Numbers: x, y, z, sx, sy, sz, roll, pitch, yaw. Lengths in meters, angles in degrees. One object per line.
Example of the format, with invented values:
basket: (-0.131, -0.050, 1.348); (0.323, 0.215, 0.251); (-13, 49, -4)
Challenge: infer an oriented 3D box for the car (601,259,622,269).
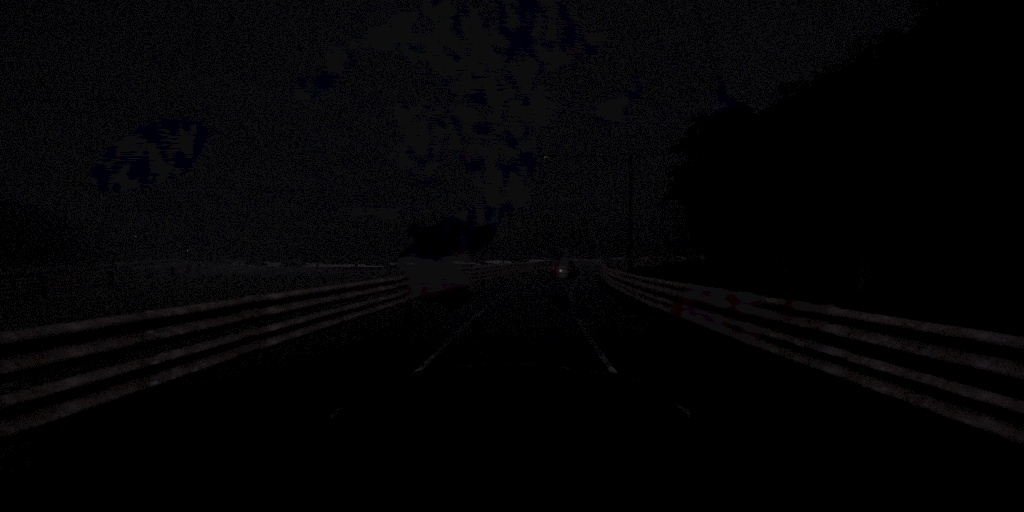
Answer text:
car: (15.552, 1.217, 55.834); (2.033, 1.411, 5.357); (0, 0, 35)

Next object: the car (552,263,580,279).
car: (4.970, 1.311, 32.653); (1.994, 1.385, 4.181); (0, 0, 18)
